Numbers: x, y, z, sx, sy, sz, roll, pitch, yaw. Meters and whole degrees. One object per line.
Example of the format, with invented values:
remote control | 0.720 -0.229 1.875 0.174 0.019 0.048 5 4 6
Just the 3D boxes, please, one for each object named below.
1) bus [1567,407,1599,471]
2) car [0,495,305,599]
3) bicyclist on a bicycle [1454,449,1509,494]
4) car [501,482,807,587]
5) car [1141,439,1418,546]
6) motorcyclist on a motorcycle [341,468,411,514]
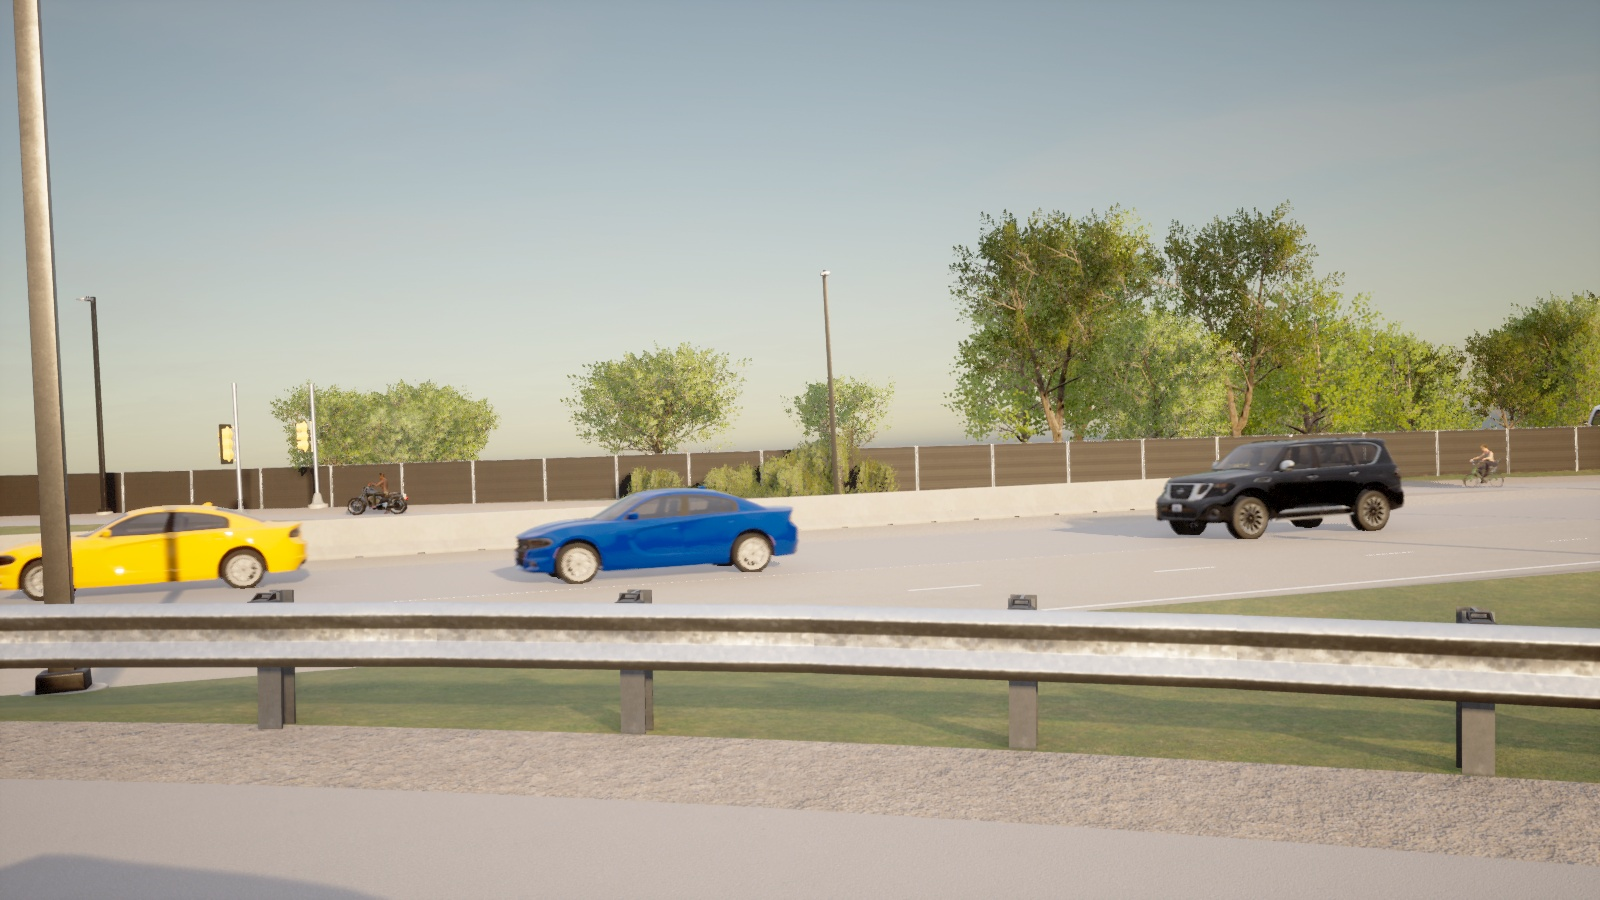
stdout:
bus | 56.237 -0.931 81.760 3.944 4.253 10.273 -3 -1 -21
car | -11.540 1.659 22.407 5.008 1.535 1.882 -1 -1 -21
bicyclist on a bicycle | 24.885 0.778 45.870 1.509 1.612 0.866 -1 0 -2
car | -2.567 1.418 22.156 5.008 1.535 1.882 -1 -1 -21
car | 10.397 0.862 27.227 5.566 2.045 2.150 -1 -1 -21
motorcyclist on a motorcycle | -16.091 1.551 47.686 2.350 1.649 0.766 -1 0 6
